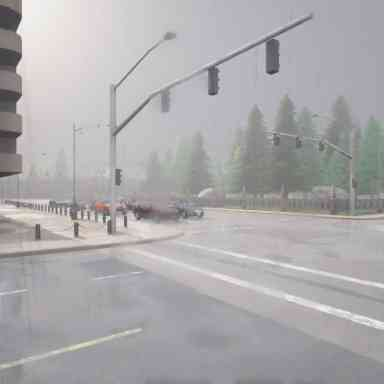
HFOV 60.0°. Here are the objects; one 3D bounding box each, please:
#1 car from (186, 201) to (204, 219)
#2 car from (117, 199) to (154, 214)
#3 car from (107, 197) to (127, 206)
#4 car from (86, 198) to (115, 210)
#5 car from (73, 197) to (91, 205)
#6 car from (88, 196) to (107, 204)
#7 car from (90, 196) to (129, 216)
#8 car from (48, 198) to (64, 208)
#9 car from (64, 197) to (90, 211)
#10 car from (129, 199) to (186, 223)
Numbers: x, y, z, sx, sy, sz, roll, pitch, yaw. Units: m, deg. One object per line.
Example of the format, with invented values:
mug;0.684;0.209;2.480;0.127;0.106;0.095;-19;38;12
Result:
car;-0.891;1.547;29.735;2.128;1.511;4.902;0;0;-36
car;-6.407;1.547;37.203;2.128;1.511;4.902;0;0;-36
car;-13.245;1.581;58.590;1.812;1.442;4.674;0;0;-36
car;-12.572;1.603;45.560;2.033;1.411;5.357;0;0;-36
car;-20.823;1.656;62.939;1.895;1.301;4.718;0;0;-36
car;-18.755;1.547;66.031;2.128;1.511;4.902;0;0;-36
car;-8.343;1.407;33.925;2.097;1.767;4.553;0;0;-36
car;-20.040;1.603;49.838;2.033;1.411;5.357;0;0;-36
car;-13.770;1.547;41.287;2.128;1.511;4.902;0;0;-36
car;-2.876;1.533;26.530;1.882;1.535;5.008;0;0;-36
